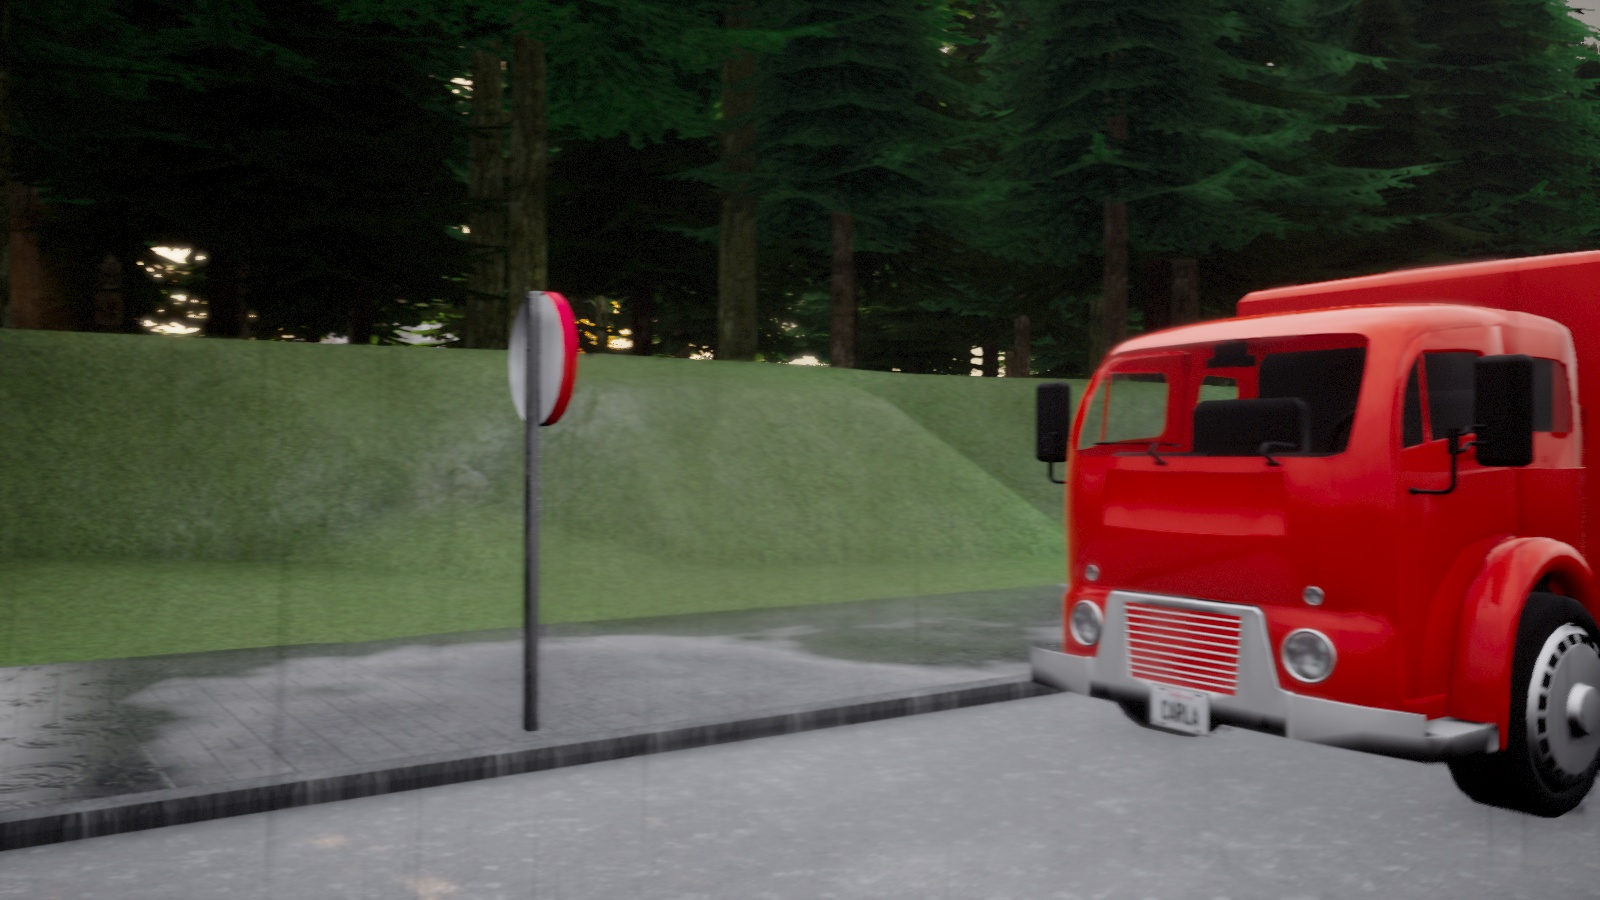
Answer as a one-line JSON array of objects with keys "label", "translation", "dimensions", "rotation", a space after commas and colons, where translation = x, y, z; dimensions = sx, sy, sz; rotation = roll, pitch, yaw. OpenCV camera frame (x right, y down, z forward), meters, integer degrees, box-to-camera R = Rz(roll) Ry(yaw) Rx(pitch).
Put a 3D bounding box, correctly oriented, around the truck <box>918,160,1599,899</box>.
[{"label": "truck", "translation": [3.482, 0.281, 6.693], "dimensions": [5.204, 2.467, 2.627], "rotation": [0, 0, -35]}]
